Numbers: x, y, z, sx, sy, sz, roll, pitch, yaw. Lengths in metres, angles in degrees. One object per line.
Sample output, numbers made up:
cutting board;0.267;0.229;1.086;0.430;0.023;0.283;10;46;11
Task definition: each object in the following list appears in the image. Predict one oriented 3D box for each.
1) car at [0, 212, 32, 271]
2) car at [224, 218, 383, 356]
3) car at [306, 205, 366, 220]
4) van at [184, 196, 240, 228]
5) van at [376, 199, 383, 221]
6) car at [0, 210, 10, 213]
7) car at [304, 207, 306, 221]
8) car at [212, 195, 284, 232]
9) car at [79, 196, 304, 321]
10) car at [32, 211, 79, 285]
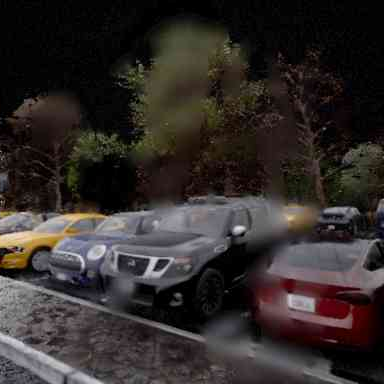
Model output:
car;-3.990;1.500;11.128;2.097;1.535;5.008;0;0;36
car;2.796;1.516;6.306;2.163;1.488;4.792;0;0;36
car;8.293;1.489;18.411;2.231;1.521;4.892;0;0;36
van;1.507;1.290;23.413;1.878;1.987;4.442;0;0;36
van;10.618;1.260;16.900;1.878;1.987;4.442;0;0;36
car;-6.246;1.519;12.739;2.231;1.521;4.892;-1;0;36
car;5.937;1.488;19.875;1.946;1.575;5.366;0;0;36
car;3.808;1.247;21.658;2.435;2.045;5.566;-1;0;36
car;0.504;1.237;7.874;2.435;2.045;5.566;0;0;36
car;-1.717;1.366;9.534;2.185;1.767;4.553;0;0;36
